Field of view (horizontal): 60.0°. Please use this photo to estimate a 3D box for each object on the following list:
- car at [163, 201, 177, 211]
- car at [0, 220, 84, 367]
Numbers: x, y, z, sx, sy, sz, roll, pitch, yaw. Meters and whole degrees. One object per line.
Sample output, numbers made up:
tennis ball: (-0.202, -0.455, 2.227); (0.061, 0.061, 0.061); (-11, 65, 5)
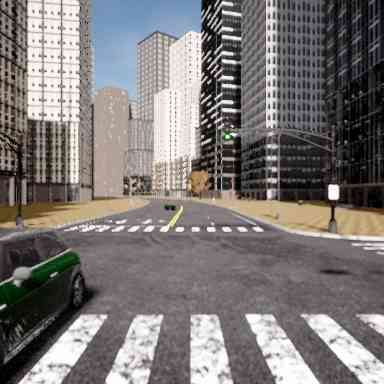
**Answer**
car: (-3.217, 2.064, 49.831); (1.895, 1.301, 4.718); (0, 0, 0)
car: (-3.249, 1.406, 4.894); (2.097, 1.767, 4.553); (0, -1, 0)
